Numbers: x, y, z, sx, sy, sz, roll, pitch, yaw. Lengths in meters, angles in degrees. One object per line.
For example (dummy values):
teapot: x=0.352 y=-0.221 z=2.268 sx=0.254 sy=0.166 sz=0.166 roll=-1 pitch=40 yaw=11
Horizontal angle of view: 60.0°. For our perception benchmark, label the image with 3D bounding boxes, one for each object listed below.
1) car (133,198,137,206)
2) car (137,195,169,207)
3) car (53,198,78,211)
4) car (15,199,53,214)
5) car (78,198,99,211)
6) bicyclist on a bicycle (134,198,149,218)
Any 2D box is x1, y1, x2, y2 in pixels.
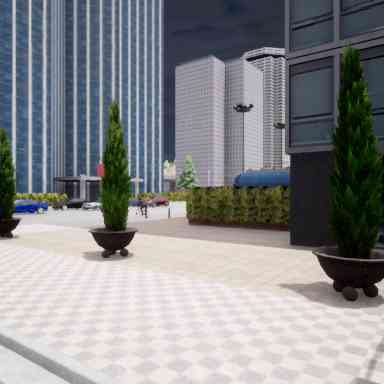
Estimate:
car: x=-9.287 y=1.547 z=50.511 sx=2.033 sy=1.411 sz=5.357 roll=0 pitch=0 yaw=35
car: x=-5.490 y=1.352 z=49.816 sx=2.097 sy=1.767 sz=4.553 roll=0 pitch=0 yaw=35
car: x=-15.215 y=1.478 z=42.086 sx=1.882 sy=1.535 sz=5.008 roll=0 pitch=0 yaw=35
car: x=-17.048 y=1.478 z=33.383 sx=1.882 sy=1.535 sz=5.008 roll=0 pitch=0 yaw=35
car: x=-11.338 y=1.601 z=41.516 sx=1.895 sy=1.301 sz=4.718 roll=0 pitch=0 yaw=35
bicyclist on a bicycle: x=-4.075 y=1.301 z=26.657 sx=1.656 sy=1.620 sz=0.582 roll=0 pitch=0 yaw=35
